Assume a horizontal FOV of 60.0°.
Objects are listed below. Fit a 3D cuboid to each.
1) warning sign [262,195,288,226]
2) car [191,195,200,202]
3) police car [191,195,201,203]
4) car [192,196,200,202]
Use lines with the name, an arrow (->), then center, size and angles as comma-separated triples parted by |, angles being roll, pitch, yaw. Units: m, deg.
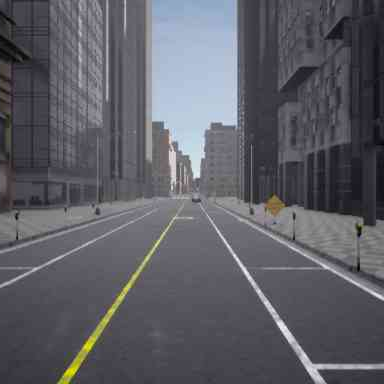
warning sign -> 5.067, 1.121, 20.410 | 1.300, 1.860, 1.060 | 0, 0, 0
car -> 0.897, 1.577, 86.378 | 2.097, 1.767, 4.553 | 0, 0, 0
police car -> 0.900, 1.585, 70.521 | 1.930, 1.638, 5.238 | 0, 0, 0
car -> 0.900, 1.679, 80.410 | 1.882, 1.535, 5.008 | 0, 0, 0
